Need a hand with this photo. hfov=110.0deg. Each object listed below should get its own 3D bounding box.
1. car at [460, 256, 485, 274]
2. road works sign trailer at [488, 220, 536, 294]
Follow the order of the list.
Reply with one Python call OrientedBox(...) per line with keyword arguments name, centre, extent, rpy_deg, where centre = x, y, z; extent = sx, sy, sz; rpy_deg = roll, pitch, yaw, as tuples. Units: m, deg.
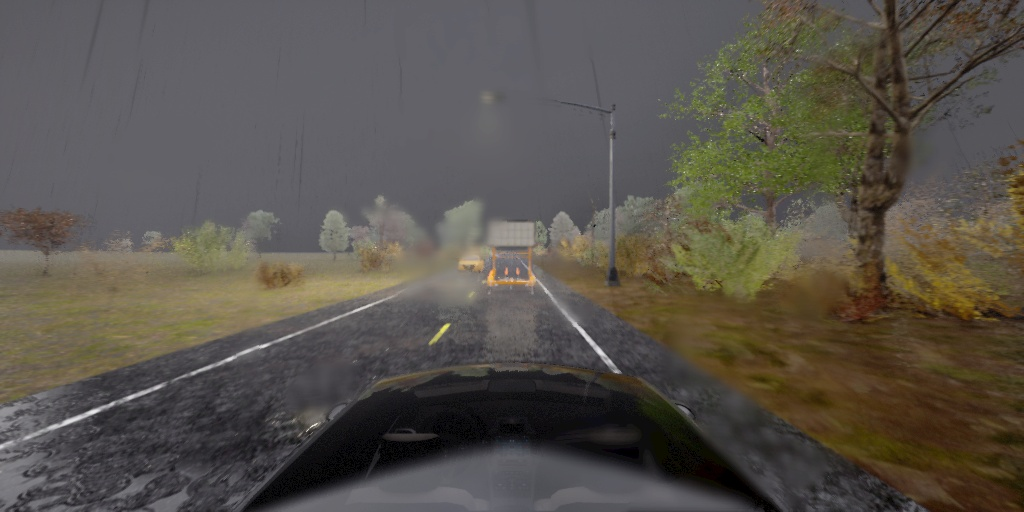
OrientedBox(name="car", centre=(-3.590, 0.745, 33.006), extent=(1.882, 1.535, 5.008), rpy_deg=(0, 1, 0))
OrientedBox(name="road works sign trailer", centre=(-0.001, -0.034, 18.150), extent=(2.380, 3.560, 2.880), rpy_deg=(0, 0, 0))
